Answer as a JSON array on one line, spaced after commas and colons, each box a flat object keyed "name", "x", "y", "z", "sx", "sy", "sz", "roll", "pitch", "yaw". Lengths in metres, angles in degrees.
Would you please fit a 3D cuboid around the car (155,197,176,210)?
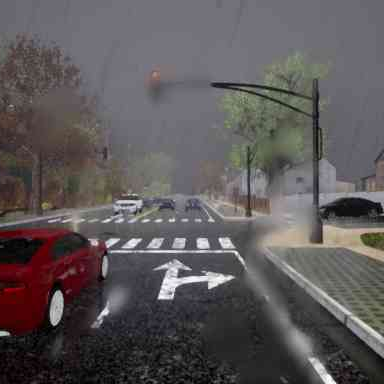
[{"name": "car", "x": -3.120, "y": 1.576, "z": 42.278, "sx": 2.033, "sy": 1.411, "sz": 5.357, "roll": 0, "pitch": 0, "yaw": 0}]

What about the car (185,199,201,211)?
[{"name": "car", "x": 0.131, "y": 1.576, "z": 41.775, "sx": 2.033, "sy": 1.411, "sz": 5.357, "roll": 0, "pitch": 0, "yaw": 0}]

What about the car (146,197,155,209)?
[{"name": "car", "x": -6.564, "y": 1.523, "z": 45.211, "sx": 2.128, "sy": 1.511, "sz": 4.902, "roll": 0, "pitch": 0, "yaw": 0}]

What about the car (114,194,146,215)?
[{"name": "car", "x": -6.574, "y": 1.243, "z": 34.869, "sx": 2.150, "sy": 2.045, "sz": 5.566, "roll": 0, "pitch": 0, "yaw": 0}]

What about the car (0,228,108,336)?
[{"name": "car", "x": -3.145, "y": 1.480, "z": 6.878, "sx": 1.882, "sy": 1.535, "sz": 5.008, "roll": 0, "pitch": 0, "yaw": 0}]

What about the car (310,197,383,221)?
[{"name": "car", "x": 10.256, "y": 1.087, "z": 22.171, "sx": 4.674, "sy": 1.442, "sz": 1.812, "roll": -2, "pitch": -1, "yaw": -6}]

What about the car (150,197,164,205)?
[{"name": "car", "x": -6.512, "y": 1.622, "z": 62.228, "sx": 1.994, "sy": 1.385, "sz": 4.181, "roll": 0, "pitch": 0, "yaw": 1}]
